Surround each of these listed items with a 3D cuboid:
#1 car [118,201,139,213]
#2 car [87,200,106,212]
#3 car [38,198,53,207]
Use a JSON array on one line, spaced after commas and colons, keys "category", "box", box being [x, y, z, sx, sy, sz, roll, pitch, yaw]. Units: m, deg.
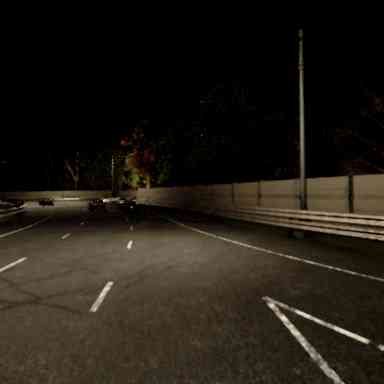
[{"category": "car", "box": [-7.844, 1.762, 41.071, 1.994, 1.385, 4.181, 0, 0, -22]}, {"category": "car", "box": [-12.411, 1.739, 43.040, 2.128, 1.511, 4.902, 0, 0, -23]}, {"category": "car", "box": [-27.453, 1.941, 62.440, 2.128, 1.511, 4.902, 0, -1, -36]}]
